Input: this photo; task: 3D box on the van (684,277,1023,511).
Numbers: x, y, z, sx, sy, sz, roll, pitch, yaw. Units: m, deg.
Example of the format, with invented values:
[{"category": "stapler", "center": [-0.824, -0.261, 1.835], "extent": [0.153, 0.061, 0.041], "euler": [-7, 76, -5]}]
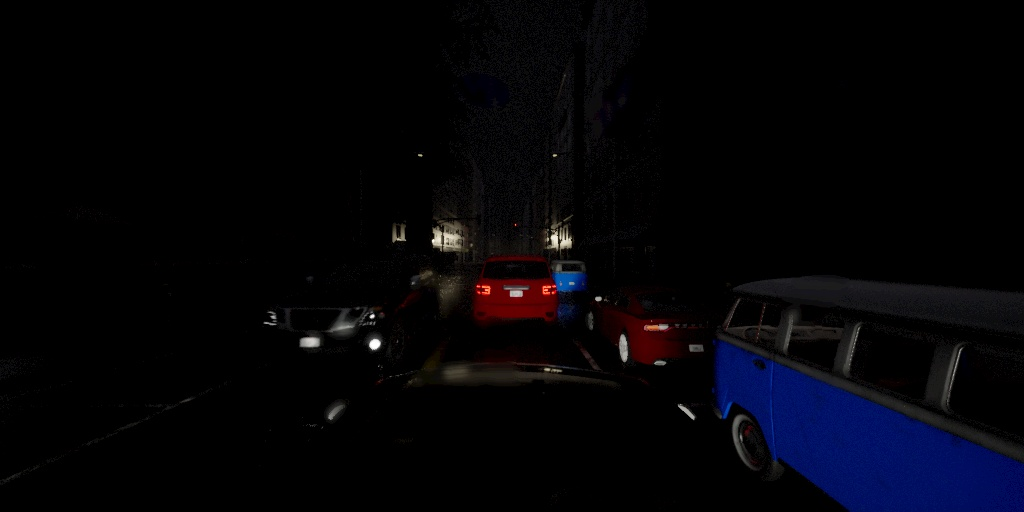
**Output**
[{"category": "van", "center": [2.856, 1.091, 2.132], "extent": [1.690, 1.789, 3.998], "euler": [0, 0, 0]}]

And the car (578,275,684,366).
[{"category": "car", "center": [2.867, 1.294, 7.793], "extent": [1.888, 1.381, 4.507], "euler": [0, 0, 0]}]

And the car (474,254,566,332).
[{"category": "car", "center": [0.118, 0.970, 11.016], "extent": [2.150, 2.045, 5.566], "euler": [0, 0, 0]}]

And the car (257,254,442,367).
[{"category": "car", "center": [-3.088, 0.971, 8.257], "extent": [2.150, 2.045, 5.566], "euler": [0, 0, 0]}]

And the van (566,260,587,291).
[{"category": "van", "center": [2.889, 1.085, 19.114], "extent": [1.690, 1.789, 3.998], "euler": [0, 0, 0]}]
